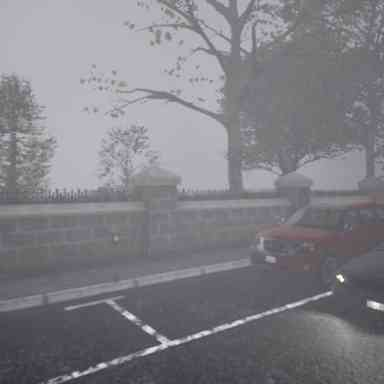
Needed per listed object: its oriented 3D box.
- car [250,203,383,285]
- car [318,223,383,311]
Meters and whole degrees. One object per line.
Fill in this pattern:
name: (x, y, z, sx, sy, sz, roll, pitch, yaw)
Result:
car: (3.918, 1.261, 9.359, 5.009, 1.841, 2.192, 0, 0, -36)
car: (5.240, 1.494, 7.120, 5.357, 1.411, 2.033, 0, 0, -36)
